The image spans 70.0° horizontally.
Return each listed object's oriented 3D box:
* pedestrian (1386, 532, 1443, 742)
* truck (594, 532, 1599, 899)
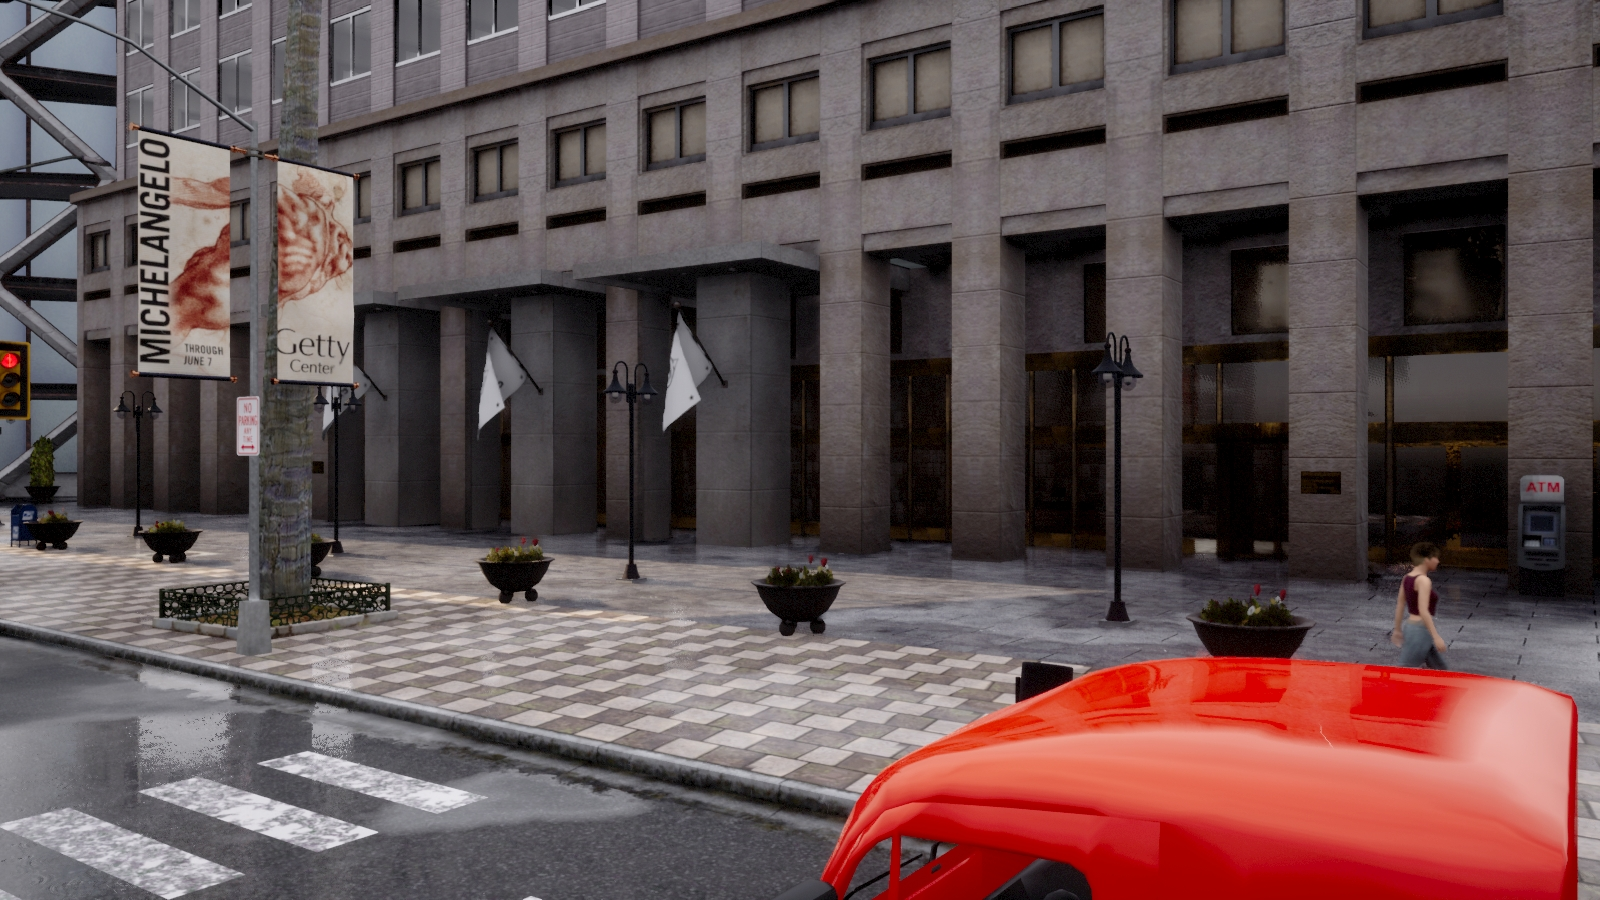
[{"bbox_3d":[5.635,1.696,10.486,0.375,1.860,0.375,0,0,14],"label":"pedestrian"},{"bbox_3d":[2.439,1.568,2.094,5.204,2.467,2.627,0,0,35],"label":"truck"}]
